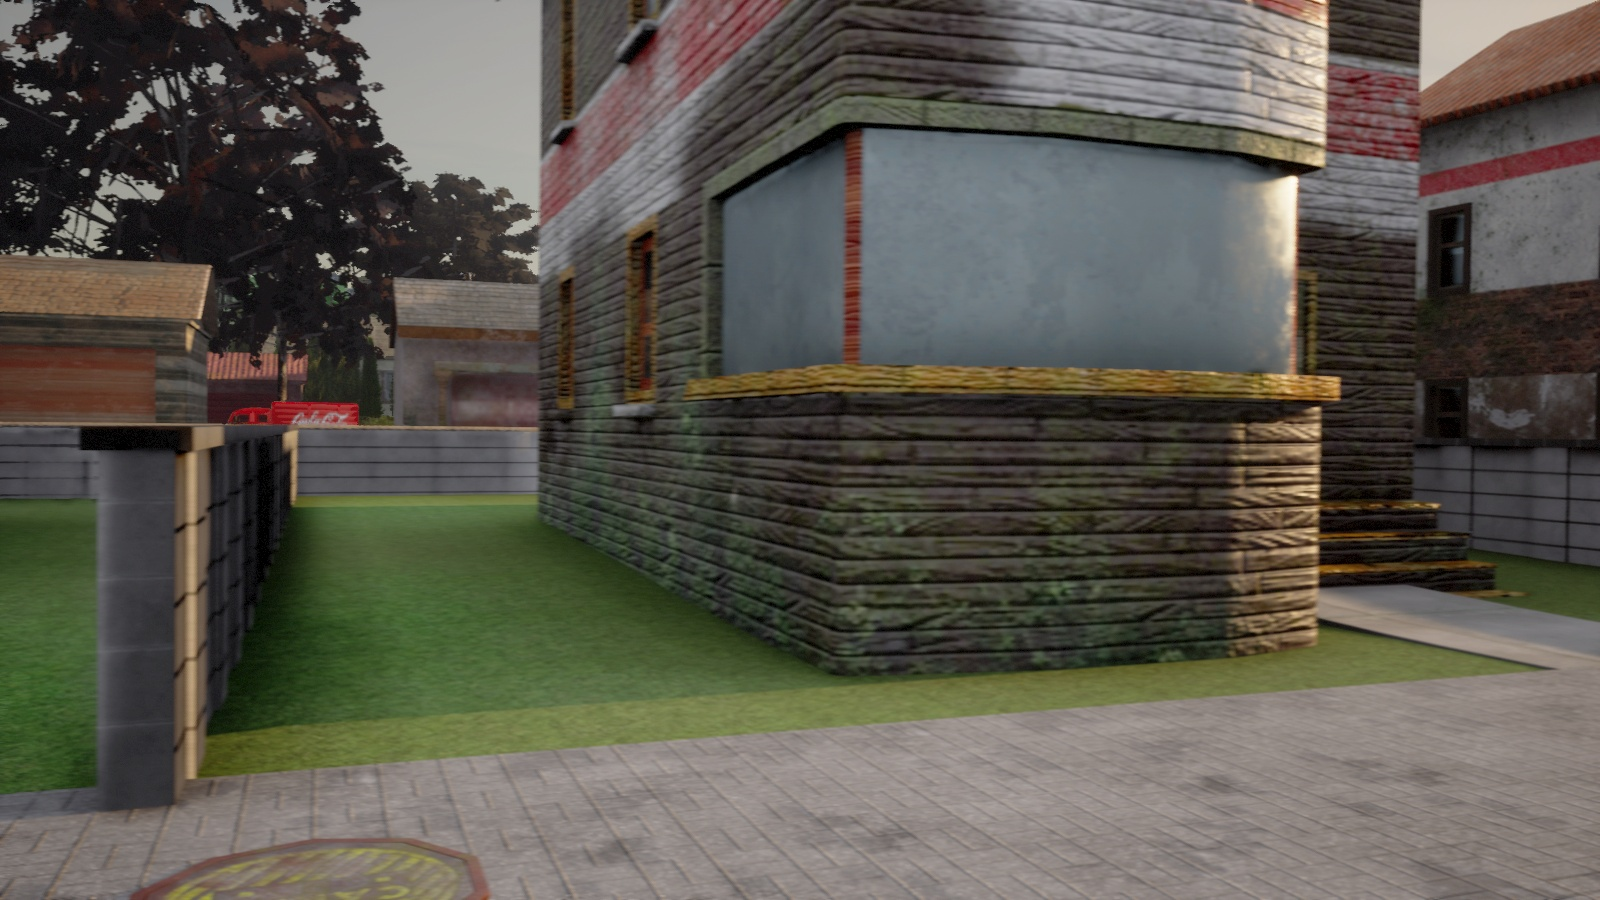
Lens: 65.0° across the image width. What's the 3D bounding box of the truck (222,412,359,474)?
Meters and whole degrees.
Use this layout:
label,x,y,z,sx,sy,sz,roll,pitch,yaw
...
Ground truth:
label,x,y,z,sx,sy,sz,roll,pitch,yaw
truck,-21.373,-0.318,52.894,5.204,2.467,2.627,-1,1,-21
